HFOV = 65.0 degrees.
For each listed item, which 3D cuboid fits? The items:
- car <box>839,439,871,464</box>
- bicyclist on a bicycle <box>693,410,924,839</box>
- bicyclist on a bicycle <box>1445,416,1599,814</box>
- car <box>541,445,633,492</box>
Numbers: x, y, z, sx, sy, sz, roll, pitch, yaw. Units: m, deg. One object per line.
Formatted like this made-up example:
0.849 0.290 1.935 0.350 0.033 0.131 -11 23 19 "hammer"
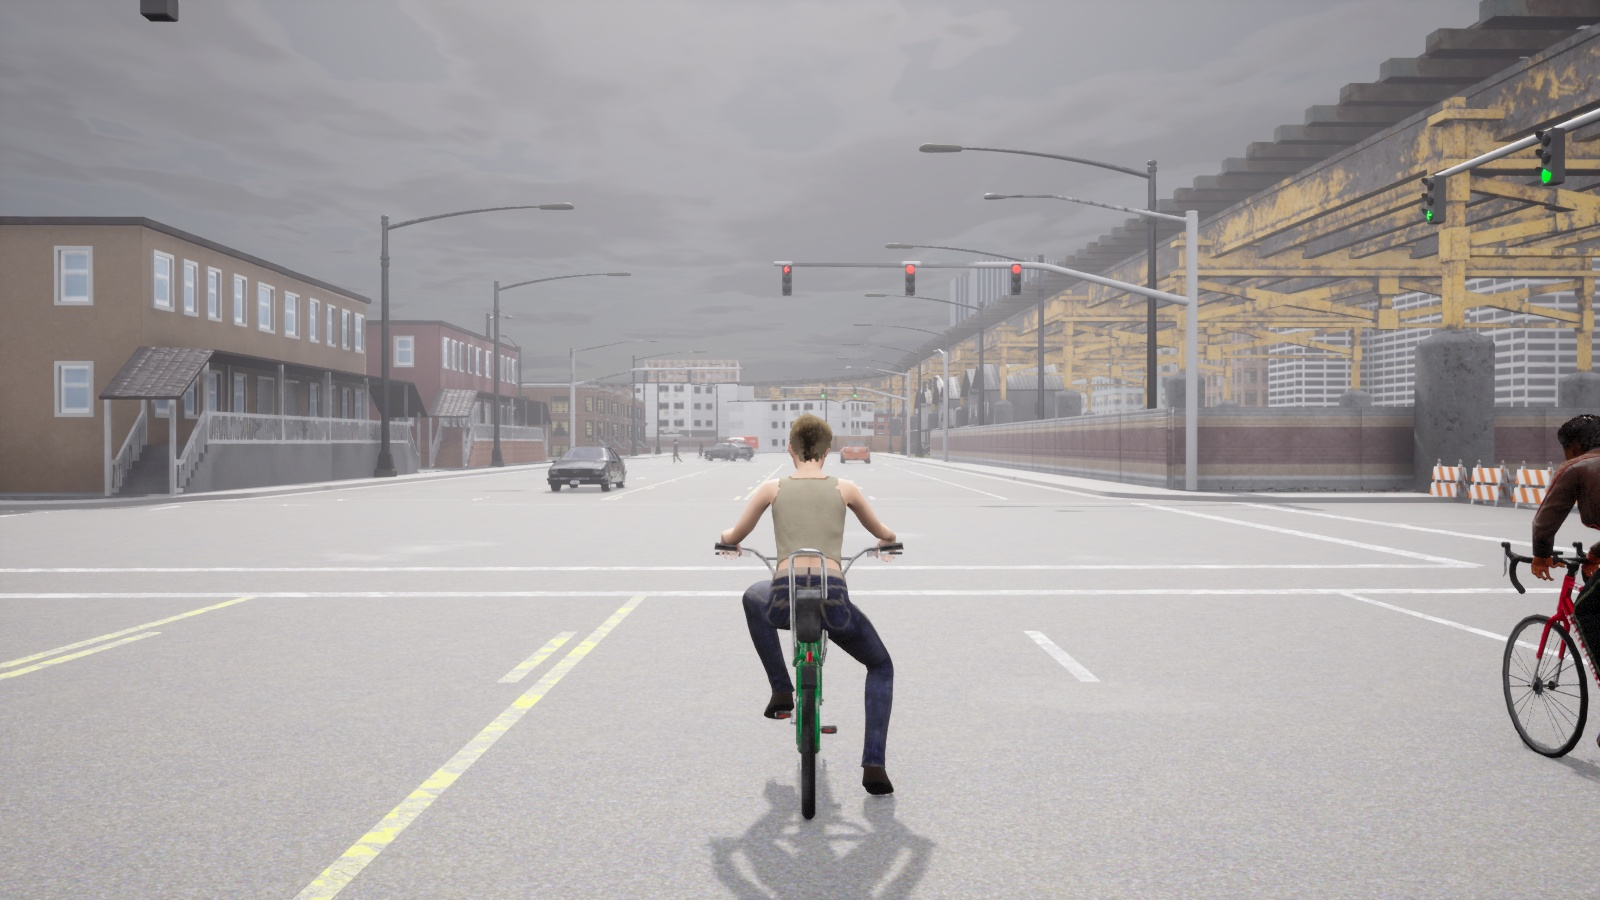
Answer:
3.995 0.090 91.877 2.097 1.767 4.553 0 0 0 "car"
0.038 0.652 5.474 0.866 1.612 1.509 0 0 0 "bicyclist on a bicycle"
3.545 0.671 5.511 0.582 1.620 1.656 0 0 0 "bicyclist on a bicycle"
-6.773 0.560 40.534 2.033 1.411 5.357 0 0 0 "car"
